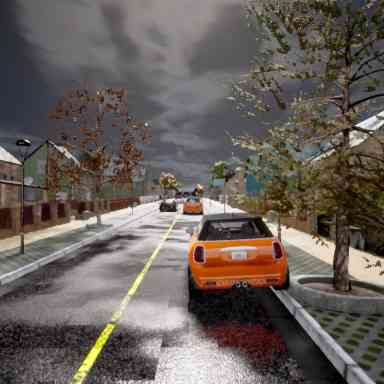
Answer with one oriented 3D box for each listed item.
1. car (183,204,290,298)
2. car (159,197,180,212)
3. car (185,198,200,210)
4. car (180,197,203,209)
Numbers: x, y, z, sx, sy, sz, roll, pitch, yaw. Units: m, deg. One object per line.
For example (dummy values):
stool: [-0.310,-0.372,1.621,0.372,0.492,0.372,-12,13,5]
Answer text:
car: [0.936,1.311,8.727,2.097,1.767,4.553,-3,-1,0]
car: [-2.784,1.634,39.415,1.994,1.385,4.181,0,0,0]
car: [0.097,1.636,45.940,2.033,1.411,5.357,0,0,1]
car: [0.132,1.414,36.159,2.097,1.767,4.553,0,0,0]
